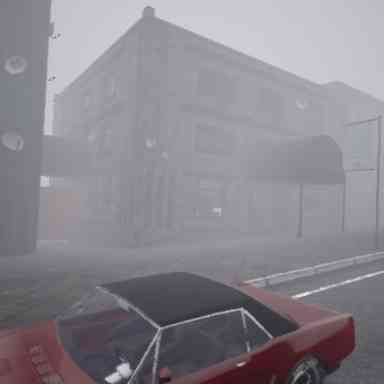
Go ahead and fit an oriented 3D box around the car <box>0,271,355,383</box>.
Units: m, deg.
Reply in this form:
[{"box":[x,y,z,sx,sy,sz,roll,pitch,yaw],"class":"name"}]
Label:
[{"box":[-0.532,1.603,3.182,4.718,1.301,1.895,0,0,-36],"class":"car"}]
